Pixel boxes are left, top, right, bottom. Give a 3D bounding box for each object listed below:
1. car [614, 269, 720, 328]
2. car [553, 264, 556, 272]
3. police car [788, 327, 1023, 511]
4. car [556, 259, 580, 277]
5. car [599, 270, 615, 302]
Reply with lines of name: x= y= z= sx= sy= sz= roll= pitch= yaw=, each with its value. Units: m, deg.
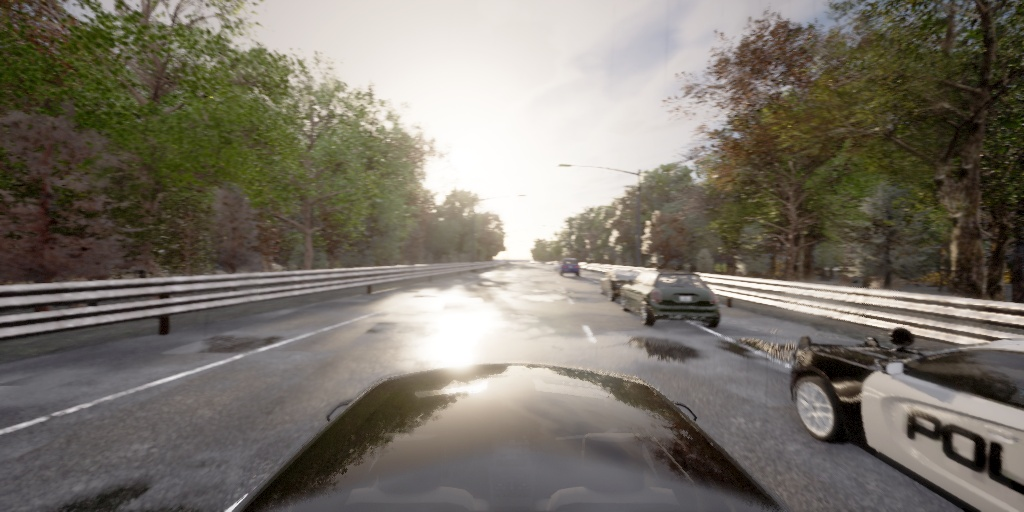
car: x=5.147 y=1.248 z=12.345 sx=2.097 sy=1.767 sz=4.553 roll=1 pitch=0 yaw=5
car: x=7.785 y=1.794 z=58.370 sx=1.812 sy=1.442 sz=4.674 roll=1 pitch=0 yaw=4
police car: x=4.176 y=1.252 z=2.468 sx=1.930 sy=1.638 sz=5.238 roll=1 pitch=0 yaw=6
car: x=6.660 y=1.341 z=41.879 sx=2.150 sy=2.045 sz=5.566 roll=1 pitch=-1 yaw=5
car: x=5.708 y=1.422 z=18.388 sx=1.882 sy=1.535 sz=5.008 roll=1 pitch=0 yaw=5
